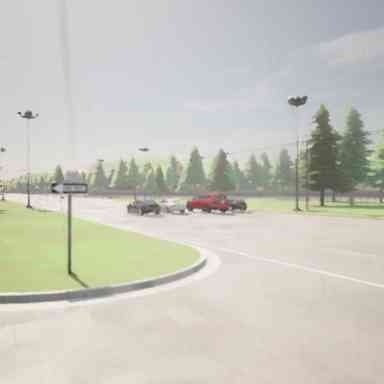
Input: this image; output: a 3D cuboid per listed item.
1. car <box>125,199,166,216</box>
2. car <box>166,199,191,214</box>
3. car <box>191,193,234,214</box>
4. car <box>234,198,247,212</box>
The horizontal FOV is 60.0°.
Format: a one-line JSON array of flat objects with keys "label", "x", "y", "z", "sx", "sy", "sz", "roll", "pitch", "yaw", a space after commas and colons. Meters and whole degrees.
[{"label": "car", "x": -4.684, "y": 1.433, "z": 31.386, "sx": 1.837, "sy": 1.490, "sz": 4.892, "roll": 0, "pitch": 0, "yaw": -34}, {"label": "car", "x": -2.402, "y": 1.449, "z": 34.253, "sx": 1.812, "sy": 1.442, "sz": 4.674, "roll": 0, "pitch": 0, "yaw": -34}, {"label": "car", "x": 1.519, "y": 1.146, "z": 34.698, "sx": 2.150, "sy": 2.045, "sz": 5.566, "roll": 0, "pitch": 0, "yaw": -34}, {"label": "car", "x": 4.053, "y": 1.425, "z": 37.209, "sx": 1.837, "sy": 1.490, "sz": 4.892, "roll": 0, "pitch": 0, "yaw": -34}]
